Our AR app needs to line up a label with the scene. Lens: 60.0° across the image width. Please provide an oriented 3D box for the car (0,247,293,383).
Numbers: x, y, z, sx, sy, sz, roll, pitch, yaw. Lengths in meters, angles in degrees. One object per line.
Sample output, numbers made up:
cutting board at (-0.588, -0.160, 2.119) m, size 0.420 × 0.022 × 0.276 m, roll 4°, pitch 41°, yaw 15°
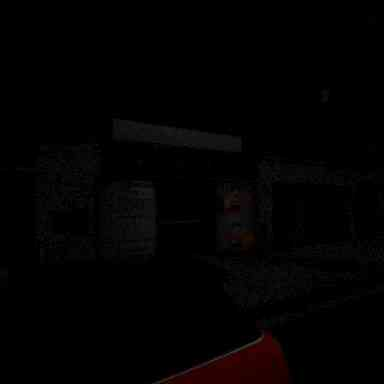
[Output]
car at (-1.426, 1.351, 2.054) m, size 4.553 × 1.767 × 2.097 m, roll 1°, pitch 0°, yaw -35°
